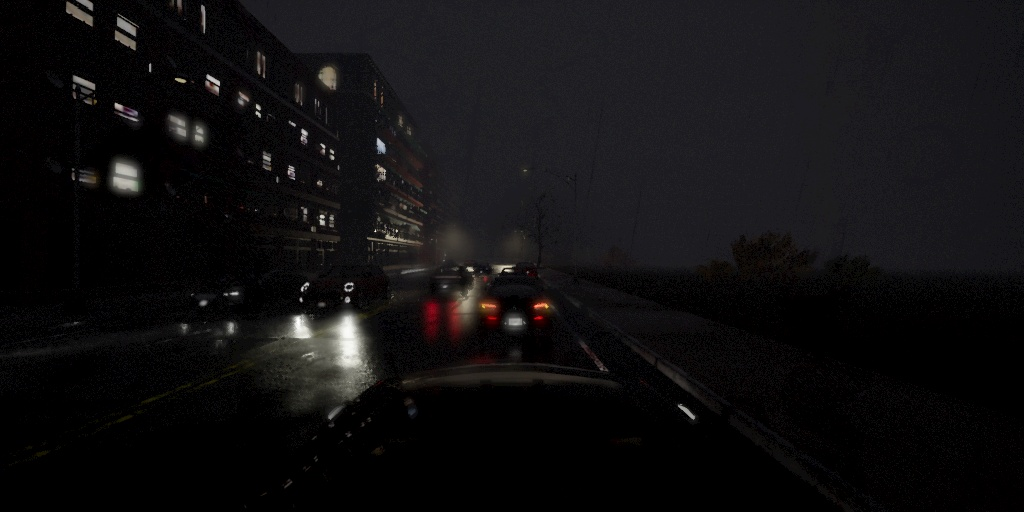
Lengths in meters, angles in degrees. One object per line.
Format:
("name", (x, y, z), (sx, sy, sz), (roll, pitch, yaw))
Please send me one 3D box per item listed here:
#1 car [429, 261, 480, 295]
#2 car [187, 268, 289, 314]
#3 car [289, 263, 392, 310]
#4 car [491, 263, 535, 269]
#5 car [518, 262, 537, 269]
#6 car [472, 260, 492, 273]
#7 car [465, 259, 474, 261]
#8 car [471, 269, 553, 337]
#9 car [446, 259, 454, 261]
("car", (-3.189, 1.245, 19.566), (2.128, 1.511, 4.902), (0, 0, 0))
("car", (-9.877, 1.243, 13.926), (2.128, 1.511, 4.902), (0, 0, 0))
("car", (-6.629, 1.104, 14.730), (2.097, 1.767, 4.553), (0, 0, 0))
("car", (0.061, 1.317, 20.322), (1.994, 1.385, 4.181), (0, 0, 0))
("car", (1.077, 1.232, 29.850), (1.882, 1.535, 5.008), (0, 0, 0))
("car", (-3.231, 1.355, 39.841), (1.895, 1.301, 4.718), (0, 0, 0))
("car", (-6.705, 1.230, 57.610), (1.882, 1.535, 5.008), (0, 0, 0))
("car", (0.074, 1.277, 10.155), (1.812, 1.442, 4.674), (0, 0, 0))
("car", (-9.954, 1.278, 56.771), (1.812, 1.442, 4.674), (0, 0, 0))
